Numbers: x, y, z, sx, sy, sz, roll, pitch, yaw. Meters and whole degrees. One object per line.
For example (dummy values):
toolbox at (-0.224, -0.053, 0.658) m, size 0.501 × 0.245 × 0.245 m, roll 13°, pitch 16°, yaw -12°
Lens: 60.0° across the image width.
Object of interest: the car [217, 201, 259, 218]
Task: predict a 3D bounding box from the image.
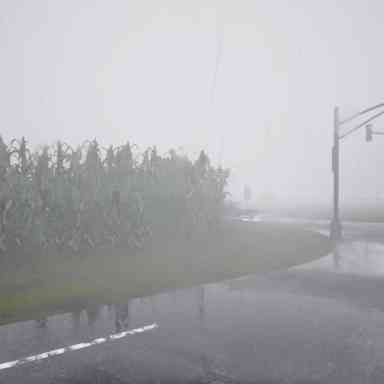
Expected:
car at (3.786, 1.501, 30.462) m, size 2.033 × 1.411 × 5.357 m, roll 1°, pitch 0°, yaw -27°
